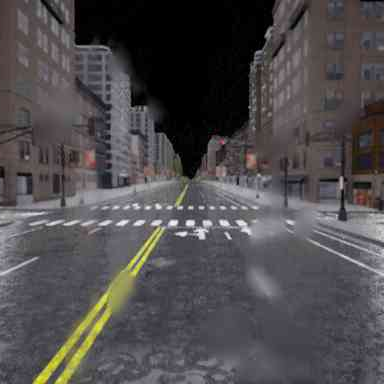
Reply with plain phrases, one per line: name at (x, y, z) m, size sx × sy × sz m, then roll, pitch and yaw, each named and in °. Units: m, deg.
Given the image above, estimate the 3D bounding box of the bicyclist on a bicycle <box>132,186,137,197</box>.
bicyclist on a bicycle at (-8.842, -0.114, 51.445) m, size 0.866 × 1.612 × 1.509 m, roll 0°, pitch 2°, yaw -1°
